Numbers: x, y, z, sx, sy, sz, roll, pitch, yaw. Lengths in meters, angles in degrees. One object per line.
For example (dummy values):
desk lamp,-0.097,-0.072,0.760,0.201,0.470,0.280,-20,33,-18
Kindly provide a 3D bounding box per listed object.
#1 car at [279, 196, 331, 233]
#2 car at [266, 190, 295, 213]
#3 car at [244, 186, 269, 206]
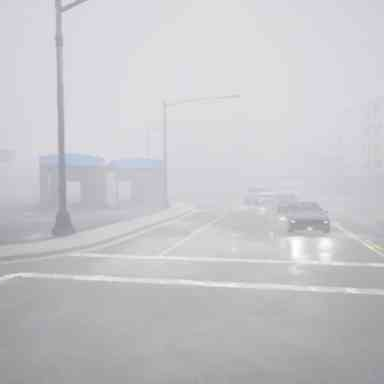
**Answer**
car,5.719,1.149,17.026,2.033,1.411,5.357,-1,1,13
car,7.621,0.868,27.054,2.128,1.511,4.902,-1,1,6
car,7.607,0.388,37.715,2.150,2.045,5.566,-1,1,-9
